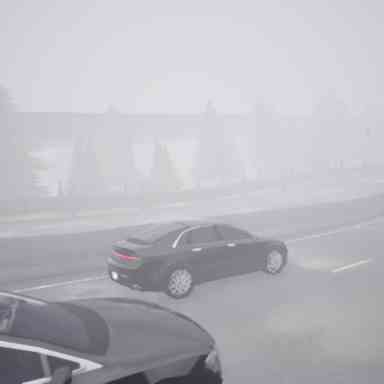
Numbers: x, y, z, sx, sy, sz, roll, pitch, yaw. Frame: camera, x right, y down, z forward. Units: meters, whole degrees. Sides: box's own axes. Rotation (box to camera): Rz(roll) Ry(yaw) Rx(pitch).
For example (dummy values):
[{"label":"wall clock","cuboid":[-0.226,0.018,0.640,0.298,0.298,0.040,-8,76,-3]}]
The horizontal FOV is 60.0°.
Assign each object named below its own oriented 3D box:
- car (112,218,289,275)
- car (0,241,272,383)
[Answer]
[{"label":"car","cuboid":[0.367,1.424,8.310,4.892,1.490,1.837,-2,1,-36]},{"label":"car","cuboid":[-1.931,1.492,2.369,4.902,1.511,2.128,0,0,-35]}]
